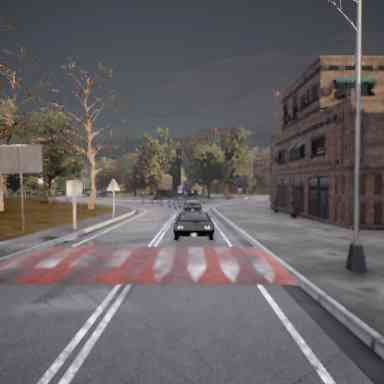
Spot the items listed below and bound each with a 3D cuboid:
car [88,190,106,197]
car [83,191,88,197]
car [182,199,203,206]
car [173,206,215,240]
[{"bbox_3d":[-22.972,0.460,82.217,1.812,1.442,4.674,0,2,16],"label":"car"},{"bbox_3d":[-25.662,0.378,84.487,1.837,1.490,4.892,0,2,16],"label":"car"},{"bbox_3d":[0.038,1.449,34.414,1.837,1.490,4.892,0,0,0],"label":"car"},{"bbox_3d":[0.083,1.594,16.921,1.895,1.301,4.718,0,0,0],"label":"car"}]
